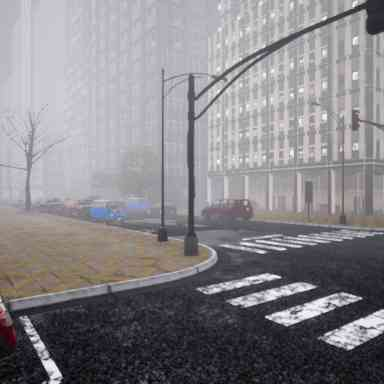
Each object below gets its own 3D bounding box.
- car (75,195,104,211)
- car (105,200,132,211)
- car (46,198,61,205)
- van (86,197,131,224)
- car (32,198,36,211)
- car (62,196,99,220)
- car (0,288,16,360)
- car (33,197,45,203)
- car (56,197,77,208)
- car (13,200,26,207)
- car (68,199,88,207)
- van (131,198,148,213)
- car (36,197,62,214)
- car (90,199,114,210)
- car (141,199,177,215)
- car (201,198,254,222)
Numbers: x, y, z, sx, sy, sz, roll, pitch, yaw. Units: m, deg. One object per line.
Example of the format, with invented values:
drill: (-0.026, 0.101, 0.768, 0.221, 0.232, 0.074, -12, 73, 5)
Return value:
car: (-14.493, 1.520, 46.702, 2.150, 2.045, 5.566, 0, 0, -36)
car: (-10.057, 1.843, 45.139, 1.947, 1.339, 4.313, 0, 0, -36)
car: (-30.340, 2.057, 72.659, 1.947, 1.339, 4.313, 0, 0, -36)
van: (-6.668, 1.497, 26.412, 1.690, 1.788, 3.998, 0, 0, -36)
car: (-20.188, 1.743, 44.758, 1.967, 1.590, 4.097, 0, 0, -36)
car: (-10.048, 1.508, 30.998, 2.192, 1.841, 5.009, 0, 0, -36)
car: (-4.264, 1.441, 3.515, 4.097, 1.590, 1.967, 0, 0, -36)
car: (-39.100, 2.060, 85.075, 1.882, 1.535, 5.008, 0, 0, -36)
car: (-20.799, 1.718, 55.187, 2.097, 1.767, 4.553, 0, 0, -36)
car: (-30.328, 1.993, 58.518, 1.802, 1.307, 4.206, 0, 0, -36)
car: (-20.198, 1.936, 58.898, 2.008, 1.369, 4.403, 0, 0, -36)
van: (-6.678, 1.582, 40.552, 1.690, 1.788, 3.998, 0, 0, -36)
car: (-16.809, 1.582, 40.172, 2.192, 1.841, 5.009, 0, 0, -36)
car: (-13.539, 1.840, 49.862, 1.752, 1.417, 4.829, 0, 0, -36)
car: (-3.296, 1.754, 35.965, 2.008, 1.369, 4.403, 0, 0, -36)
car: (2.878, 1.450, 27.585, 2.192, 1.841, 5.009, 0, 0, -36)
